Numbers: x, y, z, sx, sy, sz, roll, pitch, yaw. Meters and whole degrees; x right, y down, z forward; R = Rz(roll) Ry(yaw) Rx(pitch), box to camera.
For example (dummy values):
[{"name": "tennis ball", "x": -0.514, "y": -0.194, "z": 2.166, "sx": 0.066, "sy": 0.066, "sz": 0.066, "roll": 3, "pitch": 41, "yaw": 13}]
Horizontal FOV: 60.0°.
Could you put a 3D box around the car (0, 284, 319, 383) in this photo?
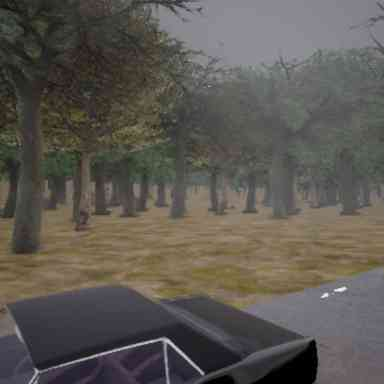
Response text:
[{"name": "car", "x": -1.182, "y": 1.600, "z": 2.562, "sx": 4.718, "sy": 1.301, "sz": 1.895, "roll": 0, "pitch": 0, "yaw": -36}]
